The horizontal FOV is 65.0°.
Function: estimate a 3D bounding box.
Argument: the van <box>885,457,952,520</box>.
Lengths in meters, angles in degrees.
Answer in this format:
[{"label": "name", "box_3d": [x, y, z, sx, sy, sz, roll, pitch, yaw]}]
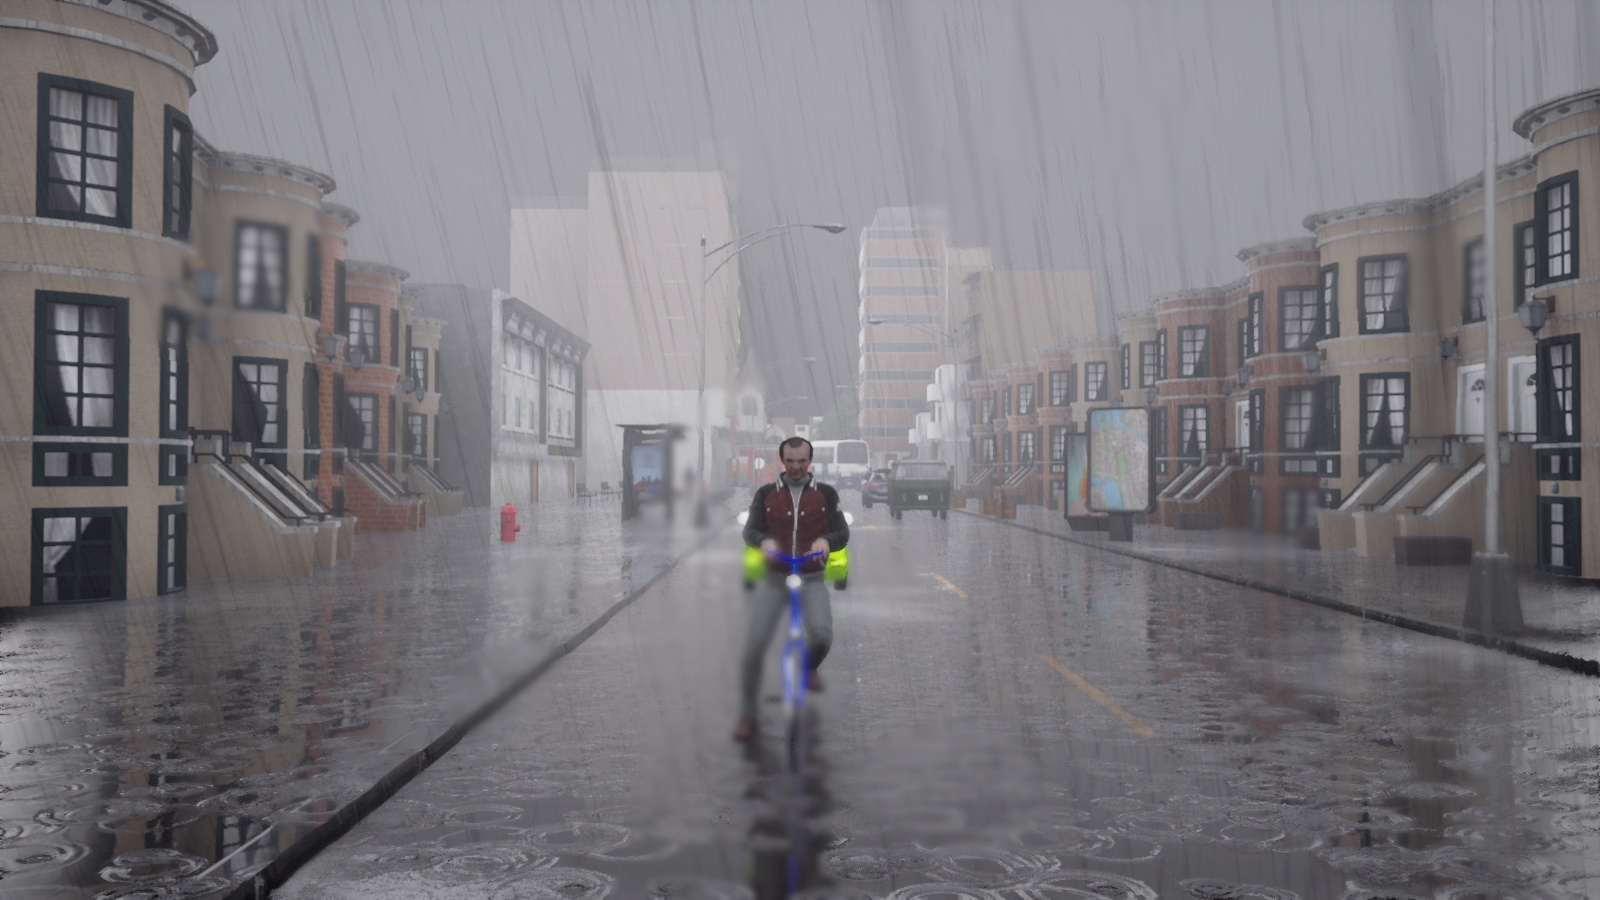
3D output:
[{"label": "van", "box_3d": [3.897, 1.260, 41.913, 1.775, 1.987, 4.442, 0, -1, 0]}]

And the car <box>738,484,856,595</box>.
[{"label": "car", "box_3d": [-0.041, 1.155, 16.857, 1.481, 1.376, 2.207, 0, -1, 0]}]

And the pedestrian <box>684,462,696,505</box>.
[{"label": "pedestrian", "box_3d": [-5.046, 1.517, 57.499, 0.423, 1.949, 0.788, 0, -1, 3]}]

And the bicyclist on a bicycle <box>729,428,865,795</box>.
[{"label": "bicyclist on a bicycle", "box_3d": [-0.018, 0.804, 7.034, 0.659, 1.776, 1.843, 0, -1, 0]}]

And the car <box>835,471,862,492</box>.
[{"label": "car", "box_3d": [3.704, 2.413, 96.770, 1.882, 1.535, 5.008, 0, -1, 0]}]

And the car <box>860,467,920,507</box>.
[{"label": "car", "box_3d": [3.867, 1.568, 54.673, 2.242, 1.667, 4.611, 0, -1, 0]}]
